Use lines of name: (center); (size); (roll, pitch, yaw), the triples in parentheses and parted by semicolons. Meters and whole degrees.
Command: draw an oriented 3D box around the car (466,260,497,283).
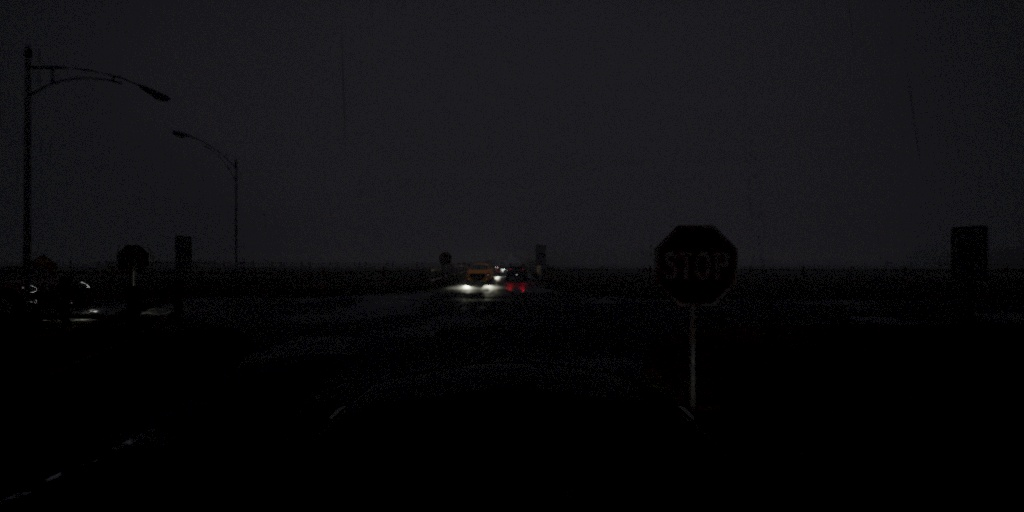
car: (-2.565, 1.348, 29.330); (1.882, 1.535, 5.008); (0, 0, 1)

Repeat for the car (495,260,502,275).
car: (-2.435, 1.262, 41.057); (2.097, 1.767, 4.553); (0, 0, 1)

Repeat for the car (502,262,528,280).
car: (0.423, 1.374, 32.700); (2.128, 1.511, 4.902); (0, 0, 1)

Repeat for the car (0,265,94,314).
car: (-18.247, 1.102, 12.984); (4.553, 1.767, 2.097); (0, 0, 0)

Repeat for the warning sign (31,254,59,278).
warning sign: (-24.004, 0.849, 18.330); (1.060, 1.860, 1.300); (0, 0, 0)

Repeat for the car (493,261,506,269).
car: (-2.135, 1.523, 62.127); (1.994, 1.385, 4.181); (0, 0, 1)
